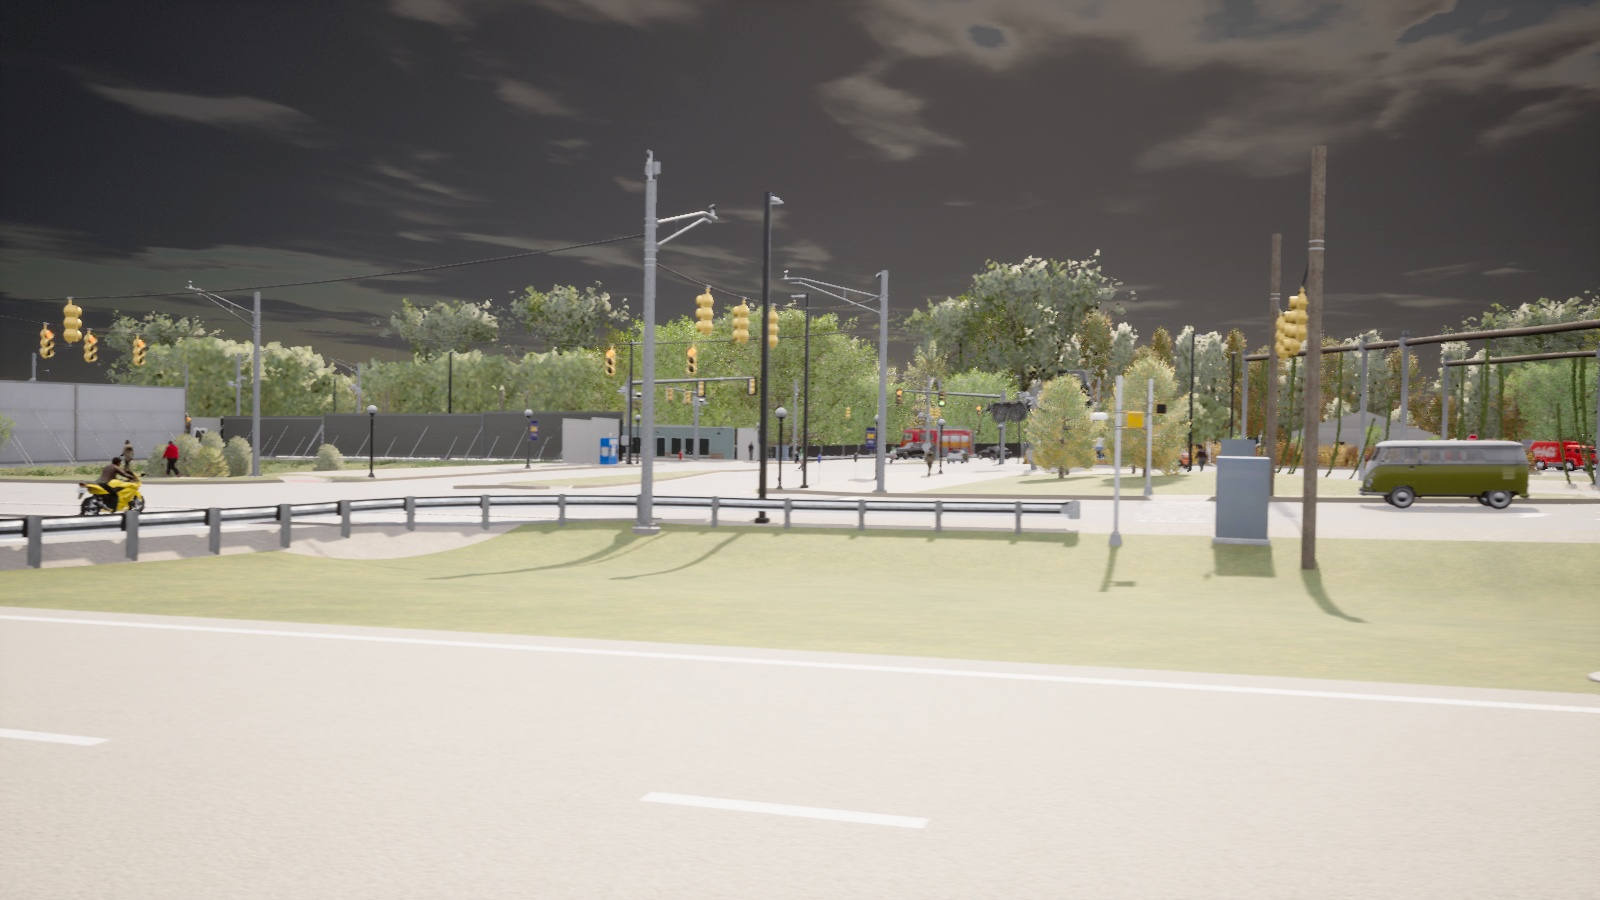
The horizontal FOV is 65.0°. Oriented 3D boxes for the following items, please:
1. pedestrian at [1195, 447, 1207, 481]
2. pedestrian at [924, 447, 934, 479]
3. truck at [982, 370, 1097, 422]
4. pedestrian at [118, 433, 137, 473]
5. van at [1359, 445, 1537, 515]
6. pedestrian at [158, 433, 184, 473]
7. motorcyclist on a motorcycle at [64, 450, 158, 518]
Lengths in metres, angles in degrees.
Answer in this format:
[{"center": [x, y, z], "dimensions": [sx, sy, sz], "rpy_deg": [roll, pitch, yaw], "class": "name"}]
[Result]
[{"center": [23.251, 0.802, 72.810], "dimensions": [0.402, 1.930, 0.666], "rpy_deg": [1, 1, -7], "class": "pedestrian"}, {"center": [7.987, 0.789, 77.682], "dimensions": [0.396, 1.930, 0.692], "rpy_deg": [2, 1, 19], "class": "pedestrian"}, {"center": [17.673, -3.987, 92.700], "dimensions": [7.936, 3.462, 2.891], "rpy_deg": [-2, 3, 17], "class": "truck"}, {"center": [-32.572, 0.139, 60.833], "dimensions": [0.692, 1.930, 0.396], "rpy_deg": [2, 1, 20], "class": "pedestrian"}, {"center": [19.097, 0.850, 37.231], "dimensions": [4.442, 1.987, 1.775], "rpy_deg": [0, 1, 18], "class": "van"}, {"center": [-29.837, 0.145, 59.598], "dimensions": [0.899, 1.844, 0.634], "rpy_deg": [2, 1, 17], "class": "pedestrian"}, {"center": [-16.929, 0.812, 30.932], "dimensions": [0.797, 1.523, 2.044], "rpy_deg": [1, 3, 16], "class": "motorcyclist on a motorcycle"}]
